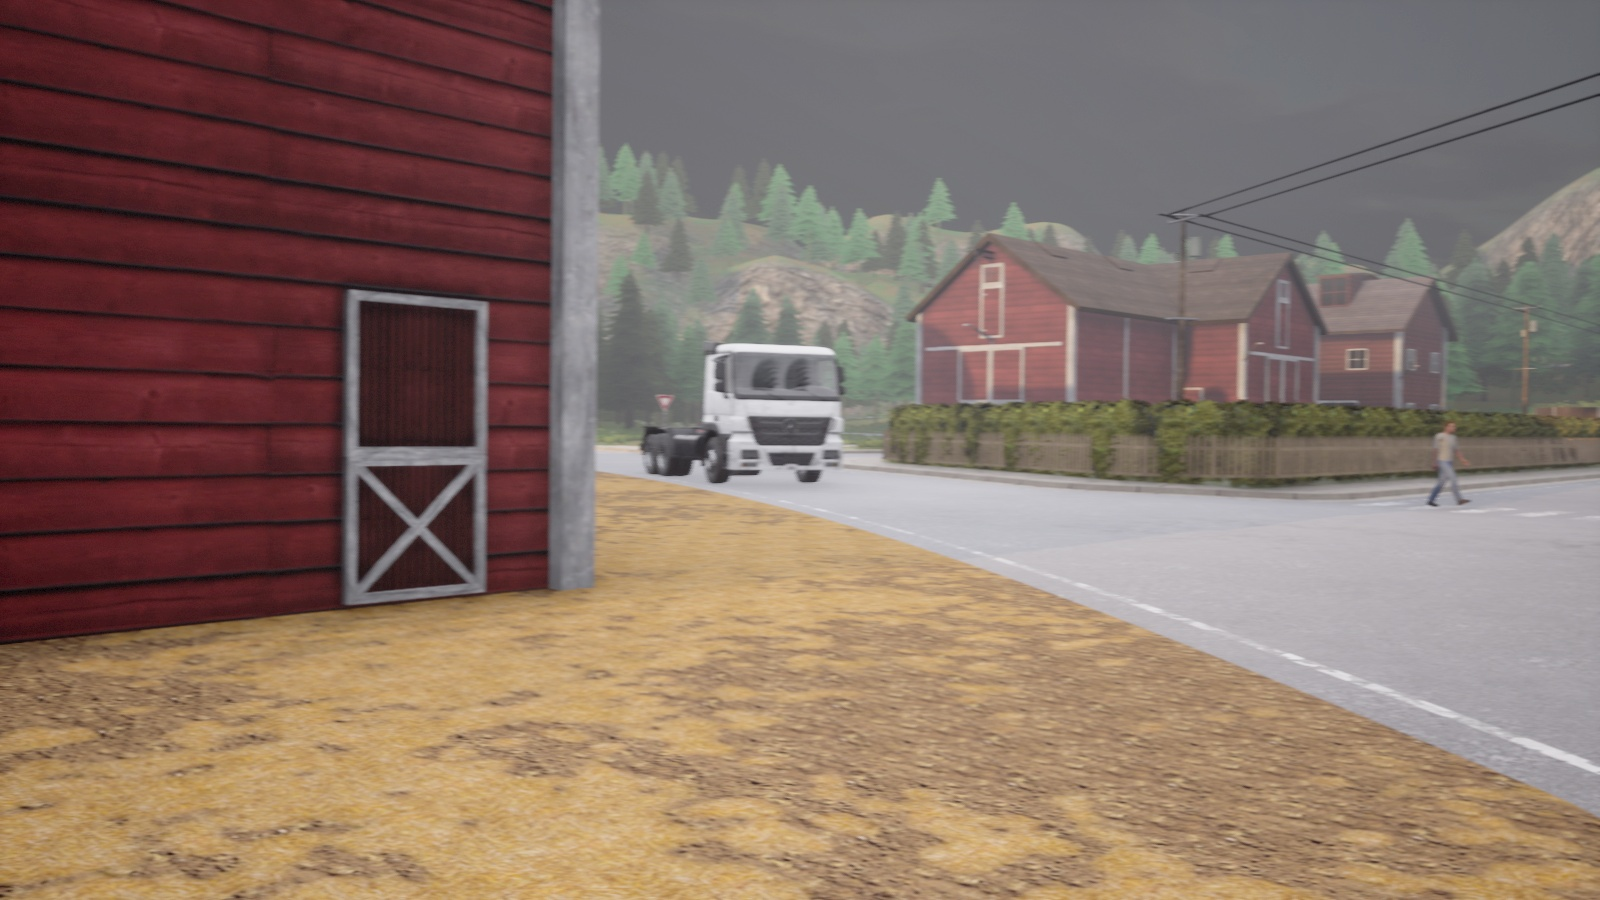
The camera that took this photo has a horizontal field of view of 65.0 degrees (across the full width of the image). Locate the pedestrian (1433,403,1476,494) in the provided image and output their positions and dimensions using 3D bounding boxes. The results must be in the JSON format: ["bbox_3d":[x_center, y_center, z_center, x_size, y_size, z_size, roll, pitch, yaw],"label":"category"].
[{"bbox_3d":[13.402,-0.042,25.724,0.354,1.836,0.706,-1,1,-31],"label":"pedestrian"}]

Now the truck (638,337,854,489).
[{"bbox_3d":[-1.663,-0.937,32.751,2.891,3.462,7.936,-1,1,-24],"label":"truck"}]
